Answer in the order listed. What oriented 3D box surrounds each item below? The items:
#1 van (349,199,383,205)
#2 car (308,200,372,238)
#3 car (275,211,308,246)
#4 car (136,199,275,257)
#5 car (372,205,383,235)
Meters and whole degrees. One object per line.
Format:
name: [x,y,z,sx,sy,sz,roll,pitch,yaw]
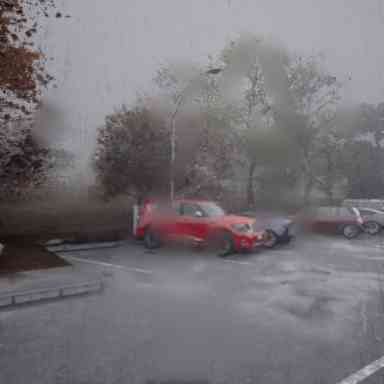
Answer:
van: [12.028,1.501,22.393,4.442,1.987,1.878,-1,-1,34]
car: [7.372,1.538,18.876,4.553,1.767,2.185,-1,-1,34]
car: [2.542,1.635,15.464,4.792,1.488,2.163,-1,-1,34]
car: [0.205,1.325,13.723,5.566,2.045,2.435,-1,-2,34]
car: [9.712,1.724,20.626,4.792,1.488,2.163,-1,-1,34]
